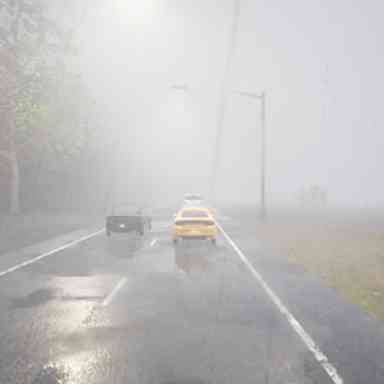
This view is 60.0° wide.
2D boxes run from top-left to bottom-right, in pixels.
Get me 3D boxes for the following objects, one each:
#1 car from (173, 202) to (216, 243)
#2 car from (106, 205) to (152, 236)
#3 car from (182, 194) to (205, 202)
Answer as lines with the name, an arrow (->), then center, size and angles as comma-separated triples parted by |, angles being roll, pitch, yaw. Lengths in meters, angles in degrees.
car -> 0.113, 1.485, 16.146 | 1.882, 1.535, 5.008 | 0, 0, 0
car -> -3.377, 1.485, 18.555 | 1.882, 1.535, 5.008 | 0, 0, 0
car -> 0.143, 1.238, 35.179 | 2.150, 2.045, 5.566 | 0, 0, 0
